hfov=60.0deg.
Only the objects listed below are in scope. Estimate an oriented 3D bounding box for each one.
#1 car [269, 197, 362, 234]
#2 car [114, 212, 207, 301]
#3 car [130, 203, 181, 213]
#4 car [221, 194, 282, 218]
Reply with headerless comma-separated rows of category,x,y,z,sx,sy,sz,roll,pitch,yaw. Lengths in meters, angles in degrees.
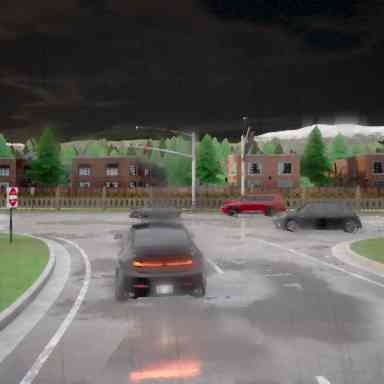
car,6.935,1.346,18.807,4.553,1.767,2.097,0,0,6
car,-0.885,1.502,8.385,1.837,1.490,4.892,0,0,-9
car,-2.926,1.554,26.880,4.181,1.385,1.994,0,0,6
car,5.392,1.211,29.527,5.566,2.045,2.150,0,0,6
